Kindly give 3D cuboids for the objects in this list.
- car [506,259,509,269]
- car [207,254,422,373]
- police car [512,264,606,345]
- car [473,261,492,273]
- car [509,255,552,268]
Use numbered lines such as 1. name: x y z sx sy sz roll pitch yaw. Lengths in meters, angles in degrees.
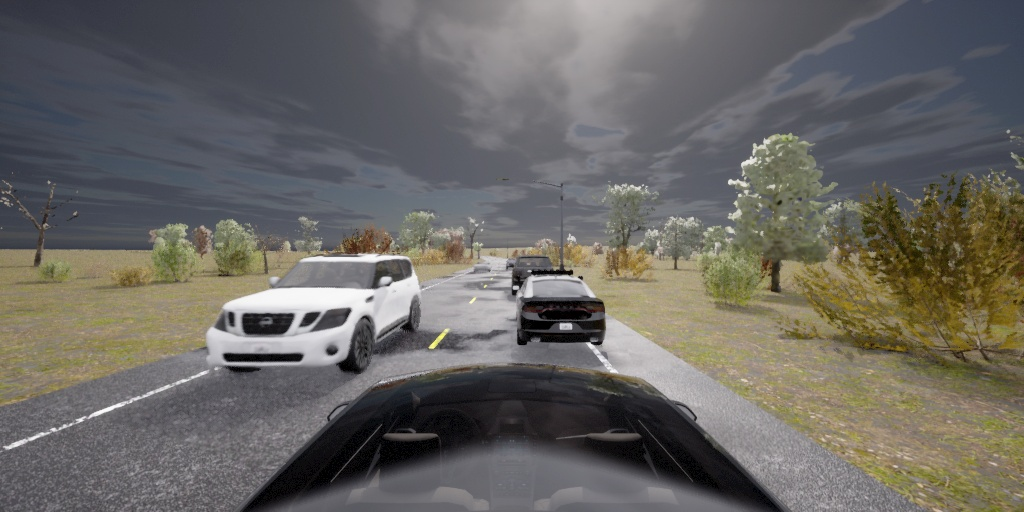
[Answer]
1. car: 0.074 1.209 52.232 2.033 1.411 5.357 0 0 1
2. car: -3.599 0.968 7.909 2.150 2.045 5.566 0 0 0
3. police car: 1.053 1.170 9.592 1.930 1.638 5.238 0 0 0
4. car: -3.489 1.288 42.830 1.895 1.301 4.718 0 0 0
5. car: 1.057 0.957 19.512 2.150 2.045 5.566 0 0 0
